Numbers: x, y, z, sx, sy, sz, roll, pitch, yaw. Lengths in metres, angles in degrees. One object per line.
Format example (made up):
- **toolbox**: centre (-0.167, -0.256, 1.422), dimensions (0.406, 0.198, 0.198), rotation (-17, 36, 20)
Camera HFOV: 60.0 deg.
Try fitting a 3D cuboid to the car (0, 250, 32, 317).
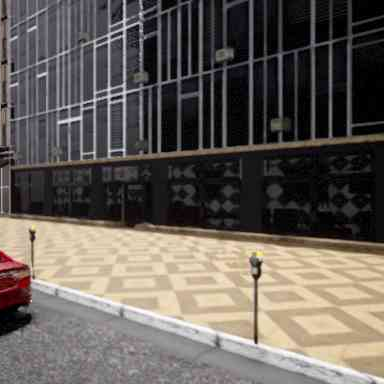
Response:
- **car**: centre (-4.856, 1.523, 6.337), dimensions (4.507, 1.381, 1.887), rotation (0, 0, 35)
